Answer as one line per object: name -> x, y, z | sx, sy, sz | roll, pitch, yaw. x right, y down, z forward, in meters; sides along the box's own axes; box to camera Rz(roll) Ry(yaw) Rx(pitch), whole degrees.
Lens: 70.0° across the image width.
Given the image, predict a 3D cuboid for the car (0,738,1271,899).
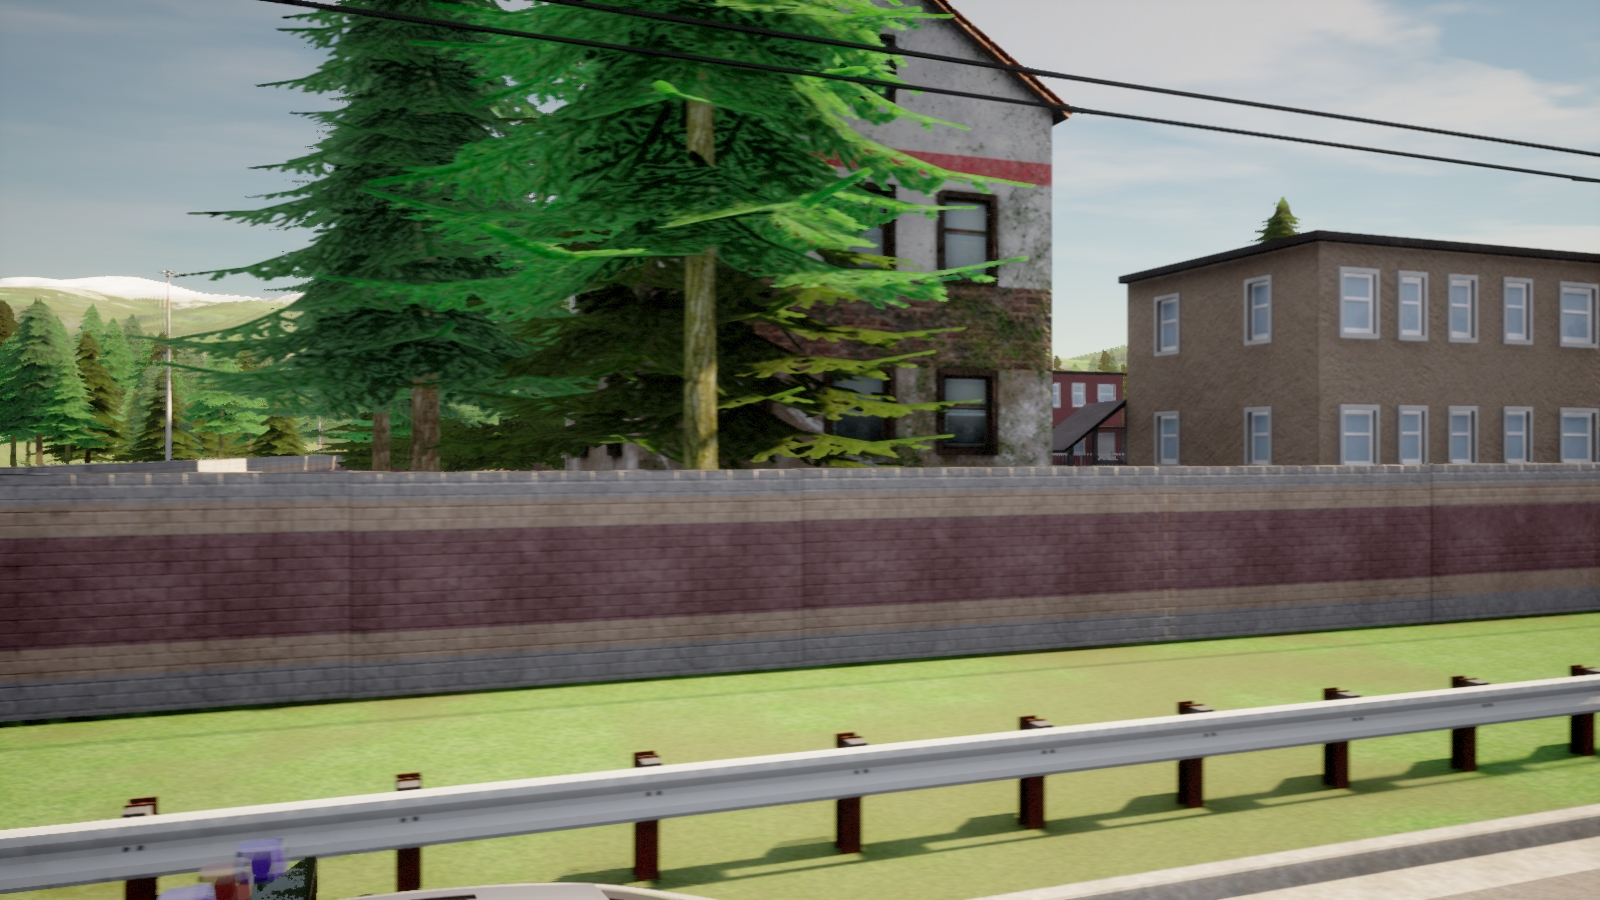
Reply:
car -> -1.486, 1.982, 2.759 | 5.238, 1.638, 2.097 | 0, 0, -20
